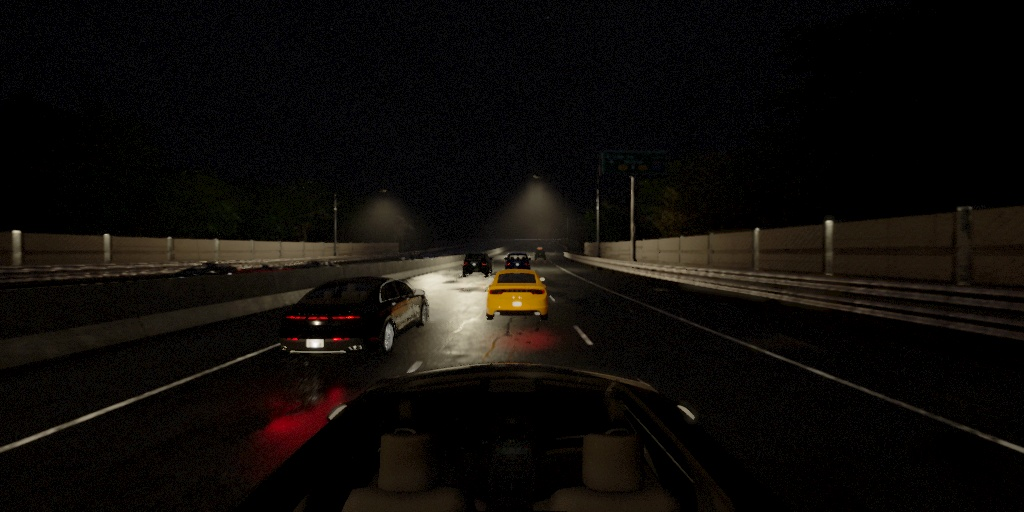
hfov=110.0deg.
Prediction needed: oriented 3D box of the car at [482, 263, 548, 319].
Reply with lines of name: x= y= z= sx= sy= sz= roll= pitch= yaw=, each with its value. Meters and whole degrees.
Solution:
car: x=0.171 y=1.197 z=12.668 sx=1.882 sy=1.535 sz=5.008 roll=0 pitch=0 yaw=1

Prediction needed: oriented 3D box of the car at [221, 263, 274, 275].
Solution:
car: x=-17.341 y=1.198 z=25.162 sx=1.895 sy=1.301 sz=4.718 roll=0 pitch=1 yaw=1

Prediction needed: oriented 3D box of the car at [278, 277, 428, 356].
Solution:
car: x=-3.362 y=1.242 z=8.567 sx=1.837 sy=1.490 sz=4.892 roll=0 pitch=0 yaw=0

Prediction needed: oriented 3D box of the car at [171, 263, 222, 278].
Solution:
car: x=-20.844 y=1.165 z=24.729 sx=1.994 sy=1.385 sz=4.181 roll=0 pitch=1 yaw=1

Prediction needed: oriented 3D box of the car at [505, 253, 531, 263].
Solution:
car: x=0.517 y=0.729 z=31.738 sx=2.150 sy=2.045 sz=5.566 roll=0 pitch=1 yaw=1

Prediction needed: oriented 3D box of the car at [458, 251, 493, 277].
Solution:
car: x=-2.988 y=0.730 z=31.650 sx=2.150 sy=2.045 sz=5.566 roll=0 pitch=1 yaw=1

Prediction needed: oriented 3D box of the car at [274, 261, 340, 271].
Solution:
car: x=-13.833 y=1.089 z=25.239 sx=2.128 sy=1.511 sz=4.902 roll=0 pitch=1 yaw=1
